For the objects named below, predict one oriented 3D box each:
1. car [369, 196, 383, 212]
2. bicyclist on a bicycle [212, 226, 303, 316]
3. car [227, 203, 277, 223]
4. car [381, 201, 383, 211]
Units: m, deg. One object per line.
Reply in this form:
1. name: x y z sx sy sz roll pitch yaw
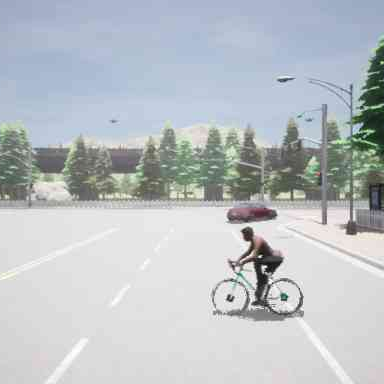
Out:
1. car: 22.974 1.297 37.726 4.553 1.767 2.097 0 0 3
2. bicyclist on a bicycle: 1.173 1.451 6.018 1.656 1.620 0.582 -1 0 2
3. car: 4.673 1.545 25.599 4.181 1.385 1.994 -1 0 -40
4. car: 20.668 1.507 34.322 4.181 1.385 1.994 0 0 2
